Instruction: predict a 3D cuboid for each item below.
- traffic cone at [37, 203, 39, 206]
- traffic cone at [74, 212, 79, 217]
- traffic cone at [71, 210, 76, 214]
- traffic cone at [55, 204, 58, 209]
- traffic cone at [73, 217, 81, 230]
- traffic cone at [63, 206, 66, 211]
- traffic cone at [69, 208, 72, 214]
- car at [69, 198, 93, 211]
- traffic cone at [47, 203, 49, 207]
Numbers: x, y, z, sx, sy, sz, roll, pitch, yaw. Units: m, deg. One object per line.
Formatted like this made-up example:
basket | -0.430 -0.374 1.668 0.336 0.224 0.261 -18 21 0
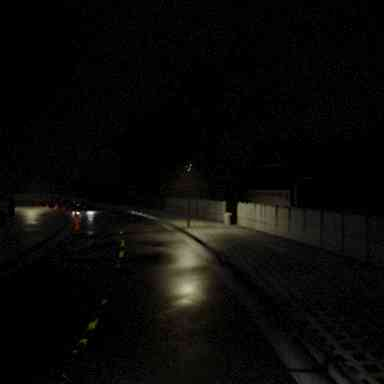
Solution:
traffic cone | -22.733 1.789 49.143 0.340 0.580 0.340 0 0 -41
traffic cone | -8.251 1.877 24.117 0.340 0.580 0.340 0 0 -19
traffic cone | -10.002 1.860 28.636 0.340 0.580 0.340 0 0 -23
traffic cone | -16.882 1.815 41.422 0.340 0.580 0.340 0 0 -34
traffic cone | -6.782 1.894 19.499 0.340 0.580 0.340 0 0 -16
traffic cone | -14.326 1.829 37.305 0.340 0.580 0.340 0 0 -30
traffic cone | -12.030 1.844 33.037 0.340 0.580 0.340 0 0 -27
car | -12.914 1.392 38.568 1.812 1.442 4.674 0 0 -31
traffic cone | -19.687 1.802 45.372 0.340 0.580 0.340 0 0 -37
